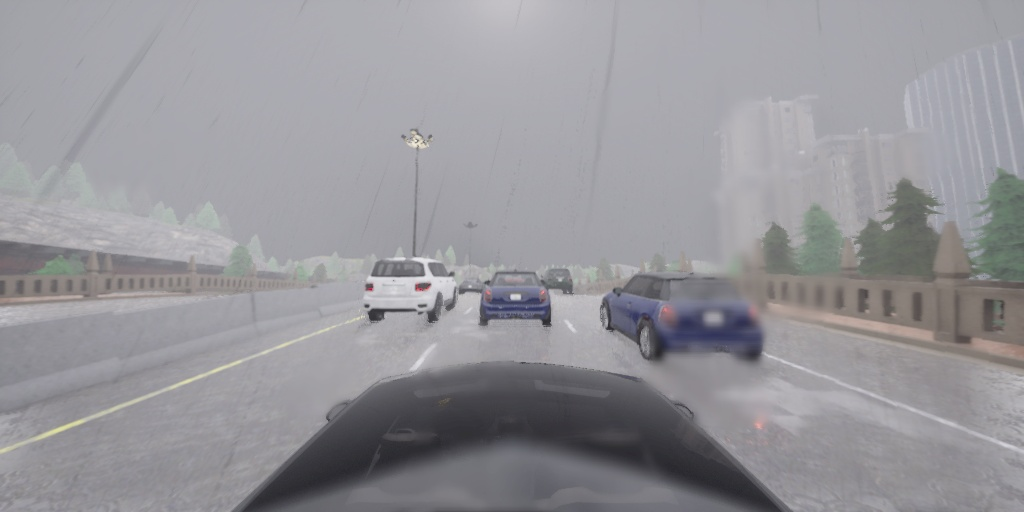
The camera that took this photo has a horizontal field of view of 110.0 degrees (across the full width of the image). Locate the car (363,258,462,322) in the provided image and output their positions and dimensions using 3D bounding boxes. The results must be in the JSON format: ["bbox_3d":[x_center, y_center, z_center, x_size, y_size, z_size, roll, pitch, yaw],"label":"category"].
[{"bbox_3d":[-3.394,1.128,12.970,2.150,2.045,5.566,0,-2,0],"label":"car"}]

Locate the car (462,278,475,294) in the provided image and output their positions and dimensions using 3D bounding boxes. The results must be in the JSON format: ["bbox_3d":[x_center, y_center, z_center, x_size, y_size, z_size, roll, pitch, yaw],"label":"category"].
[{"bbox_3d":[-3.384,2.628,30.968,1.994,1.385,4.181,0,-6,0],"label":"car"}]

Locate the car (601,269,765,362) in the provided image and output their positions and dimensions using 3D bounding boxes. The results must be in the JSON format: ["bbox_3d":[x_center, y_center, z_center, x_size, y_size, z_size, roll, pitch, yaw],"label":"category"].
[{"bbox_3d":[3.604,1.163,8.523,2.097,1.767,4.553,0,-1,0],"label":"car"}]

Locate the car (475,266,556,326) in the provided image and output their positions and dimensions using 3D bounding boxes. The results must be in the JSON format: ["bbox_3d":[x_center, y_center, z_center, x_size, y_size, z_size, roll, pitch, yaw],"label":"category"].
[{"bbox_3d":[0.106,1.238,12.238,2.097,1.767,4.553,0,-2,0],"label":"car"}]

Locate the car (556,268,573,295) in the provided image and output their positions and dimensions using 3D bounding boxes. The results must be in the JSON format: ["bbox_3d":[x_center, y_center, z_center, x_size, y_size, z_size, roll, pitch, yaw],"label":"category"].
[{"bbox_3d":[3.615,2.143,29.492,2.150,2.045,5.566,0,-5,0],"label":"car"}]
